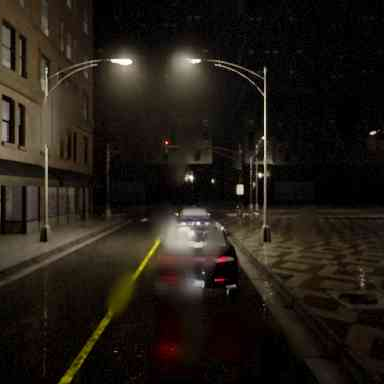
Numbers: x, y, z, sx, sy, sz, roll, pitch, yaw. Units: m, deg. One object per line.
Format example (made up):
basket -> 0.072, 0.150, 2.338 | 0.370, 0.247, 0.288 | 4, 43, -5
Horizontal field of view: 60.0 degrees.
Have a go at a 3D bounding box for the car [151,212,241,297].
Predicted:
car -> 0.091, 1.488, 8.565 | 2.128, 1.511, 4.902 | 0, 0, 0

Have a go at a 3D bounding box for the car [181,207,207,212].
car -> 0.099, 1.539, 18.677 | 2.033, 1.411, 5.357 | 0, 0, -2
